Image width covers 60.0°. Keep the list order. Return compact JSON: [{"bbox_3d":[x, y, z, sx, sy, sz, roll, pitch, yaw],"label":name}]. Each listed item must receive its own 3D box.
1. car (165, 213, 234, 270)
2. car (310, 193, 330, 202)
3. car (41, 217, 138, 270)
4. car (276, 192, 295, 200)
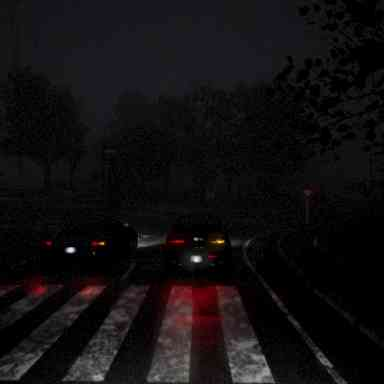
[{"bbox_3d":[0.298,1.451,10.914,1.837,1.490,4.892,0,0,4],"label":"car"},{"bbox_3d":[20.614,0.798,54.628,1.994,1.385,4.181,0,2,-15],"label":"car"},{"bbox_3d":[-3.132,1.508,10.934,1.994,1.385,4.181,0,1,4],"label":"car"},{"bbox_3d":[16.016,0.647,58.313,1.812,1.442,4.674,-1,2,-23],"label":"car"}]
